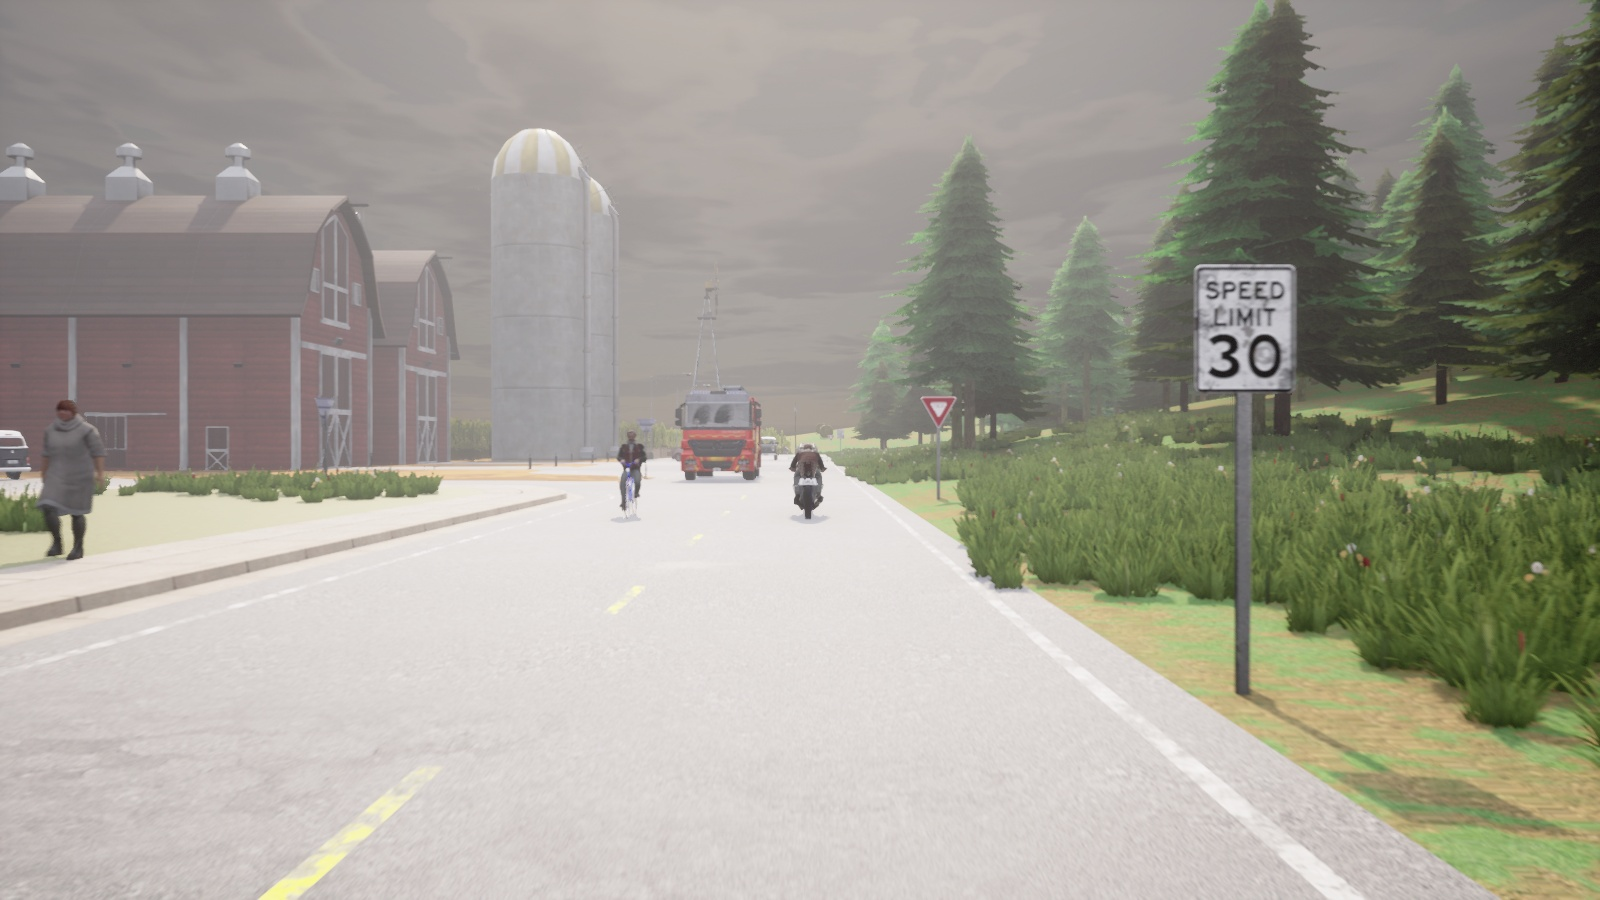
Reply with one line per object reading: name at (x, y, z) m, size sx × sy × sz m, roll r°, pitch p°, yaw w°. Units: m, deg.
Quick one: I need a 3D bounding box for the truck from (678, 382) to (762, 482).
truck at (-3.186, -0.716, 52.332) m, size 2.891 × 3.827 × 8.468 m, roll 0°, pitch 0°, yaw 0°

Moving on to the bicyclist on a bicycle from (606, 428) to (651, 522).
bicyclist on a bicycle at (-3.372, 0.475, 24.805) m, size 0.659 × 1.776 × 1.843 m, roll 0°, pitch 0°, yaw 0°

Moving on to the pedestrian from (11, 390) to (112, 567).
pedestrian at (-8.398, 0.314, 14.310) m, size 0.659 × 1.952 × 0.873 m, roll 0°, pitch 0°, yaw -2°

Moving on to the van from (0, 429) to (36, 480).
van at (-33.836, 0.152, 51.347) m, size 4.480 × 2.038 × 2.069 m, roll 0°, pitch 0°, yaw 20°

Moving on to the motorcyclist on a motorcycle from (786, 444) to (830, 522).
motorcyclist on a motorcycle at (0.161, 0.637, 25.583) m, size 0.866 × 1.530 × 2.191 m, roll 0°, pitch 0°, yaw 0°
